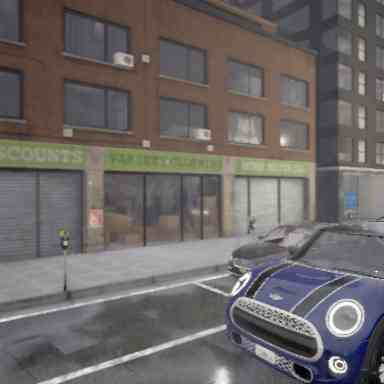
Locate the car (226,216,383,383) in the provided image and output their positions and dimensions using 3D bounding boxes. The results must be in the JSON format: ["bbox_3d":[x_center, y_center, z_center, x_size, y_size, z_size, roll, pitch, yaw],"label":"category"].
[{"bbox_3d":[2.704,1.318,5.255,4.553,1.767,2.097,-1,0,-35],"label":"car"}]

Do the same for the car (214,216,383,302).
[{"bbox_3d":[2.917,1.499,8.725,4.403,1.369,2.008,-1,0,-35],"label":"car"}]
